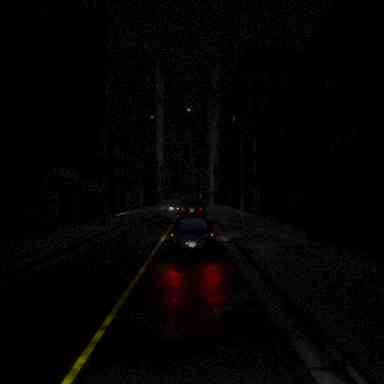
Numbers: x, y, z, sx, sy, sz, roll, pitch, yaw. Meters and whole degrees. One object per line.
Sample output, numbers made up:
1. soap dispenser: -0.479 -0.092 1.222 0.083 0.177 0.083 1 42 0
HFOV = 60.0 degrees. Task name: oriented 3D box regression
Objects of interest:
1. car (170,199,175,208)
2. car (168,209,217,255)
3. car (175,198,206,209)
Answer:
1. car: -3.038 2.122 62.386 1.882 1.535 5.008 0 -1 1
2. car: 0.024 1.658 13.892 1.812 1.442 4.674 0 0 1
3. car: 0.007 1.487 27.568 2.150 2.045 5.566 0 0 0
